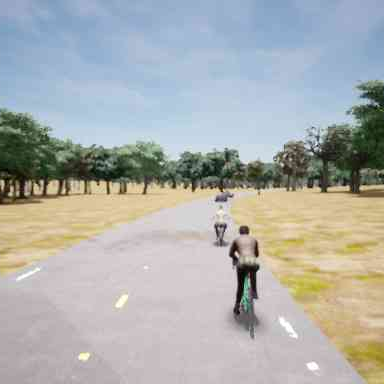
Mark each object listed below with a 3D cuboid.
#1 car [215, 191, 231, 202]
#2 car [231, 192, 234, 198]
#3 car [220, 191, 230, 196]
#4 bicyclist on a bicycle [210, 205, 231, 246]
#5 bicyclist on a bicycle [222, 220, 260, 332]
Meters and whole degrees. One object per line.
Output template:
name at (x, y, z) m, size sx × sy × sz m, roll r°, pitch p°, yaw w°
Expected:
car at (5.075, 0.872, 56.599) m, size 2.128 × 1.511 × 4.902 m, roll 0°, pitch 1°, yaw 10°
car at (8.238, 0.666, 73.501) m, size 1.895 × 1.301 × 4.718 m, roll 1°, pitch 1°, yaw 13°
car at (8.874, 0.345, 88.705) m, size 1.895 × 1.301 × 4.718 m, roll 1°, pitch 1°, yaw 15°
bicyclist on a bicycle at (1.196, 1.340, 13.782) m, size 0.866 × 1.612 × 1.509 m, roll 0°, pitch 0°, yaw 2°
bicyclist on a bicycle at (0.930, 1.418, 5.812) m, size 0.582 × 1.620 × 1.656 m, roll 0°, pitch 0°, yaw 1°
